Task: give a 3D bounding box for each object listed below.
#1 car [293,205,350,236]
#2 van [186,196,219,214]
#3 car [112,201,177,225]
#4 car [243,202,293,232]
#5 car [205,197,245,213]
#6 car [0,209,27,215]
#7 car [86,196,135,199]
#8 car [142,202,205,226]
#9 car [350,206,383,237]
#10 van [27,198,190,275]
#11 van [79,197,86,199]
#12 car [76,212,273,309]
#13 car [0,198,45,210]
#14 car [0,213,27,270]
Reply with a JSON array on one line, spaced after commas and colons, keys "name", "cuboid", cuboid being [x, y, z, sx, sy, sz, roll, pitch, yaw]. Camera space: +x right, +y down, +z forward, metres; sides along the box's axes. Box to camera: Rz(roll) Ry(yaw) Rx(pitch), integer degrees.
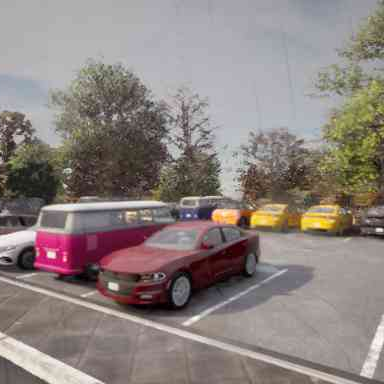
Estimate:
[{"name": "car", "cuboid": [7.725, 1.500, 18.805, 2.097, 1.535, 5.008, 0, 0, 36]}, {"name": "van", "cuboid": [1.030, 1.319, 23.732, 1.878, 1.987, 4.442, 0, 0, 36]}, {"name": "car", "cuboid": [-3.653, 1.574, 26.702, 1.946, 1.575, 5.366, -1, 0, 35]}, {"name": "car", "cuboid": [5.368, 1.516, 20.487, 2.097, 1.535, 5.008, 0, 0, 36]}, {"name": "car", "cuboid": [3.199, 1.405, 22.002, 2.185, 1.767, 4.553, 0, 0, 36]}, {"name": "car", "cuboid": [-6.783, 1.575, 13.131, 2.163, 1.488, 4.792, 0, 0, 36]}, {"name": "car", "cuboid": [-5.784, 1.346, 28.485, 2.435, 2.045, 5.566, -1, 0, 36]}, {"name": "car", "cuboid": [-1.296, 1.561, 25.240, 2.231, 1.521, 4.892, 0, 0, 36]}, {"name": "car", "cuboid": [9.980, 1.486, 17.195, 2.231, 1.521, 4.892, 0, 0, 35]}, {"name": "van", "cuboid": [-2.215, 1.290, 9.978, 1.878, 1.987, 4.442, 0, 0, 36]}, {"name": "van", "cuboid": [-8.086, 1.404, 30.237, 1.878, 1.987, 4.442, -1, 0, 36]}, {"name": "car", "cuboid": [-0.018, 1.501, 8.274, 2.097, 1.535, 5.008, 0, 0, 36]}, {"name": "car", "cuboid": [-9.078, 1.310, 14.698, 2.435, 2.045, 5.566, 0, 0, 36]}, {"name": "car", "cuboid": [-4.539, 1.571, 11.497, 2.002, 1.452, 4.674, 0, 0, 36]}]
